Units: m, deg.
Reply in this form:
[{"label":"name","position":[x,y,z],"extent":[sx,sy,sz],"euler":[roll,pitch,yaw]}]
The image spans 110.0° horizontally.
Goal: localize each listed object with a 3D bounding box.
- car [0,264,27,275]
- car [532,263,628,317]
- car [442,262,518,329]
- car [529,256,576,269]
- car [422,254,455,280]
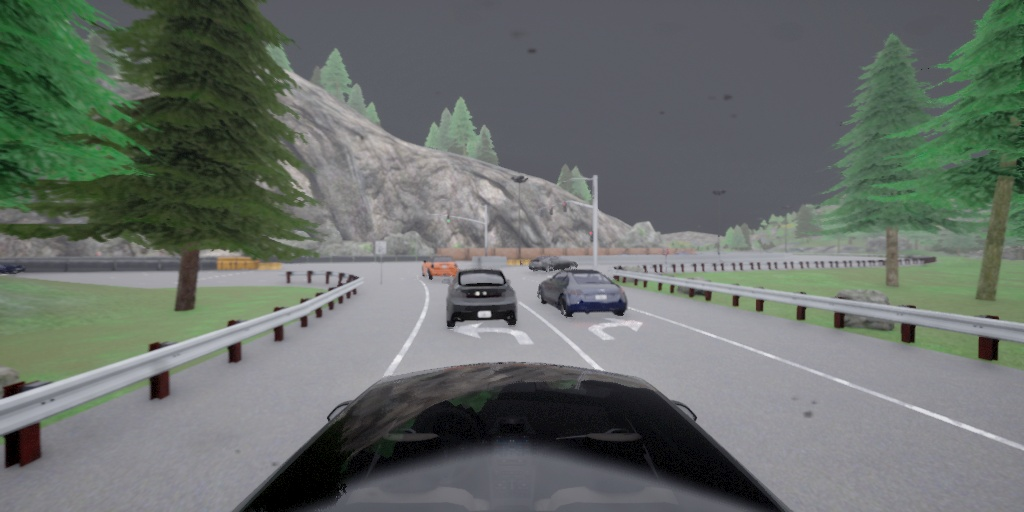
[{"label":"car","position":[-42.547,0.972,28.513],"extent":[4.718,1.301,1.895],"euler":[0,1,-18]},{"label":"car","position":[2.247,1.134,12.365],"extent":[1.994,1.385,4.181],"euler":[0,1,-10]},{"label":"car","position":[-1.020,1.107,10.853],"extent":[1.837,1.490,4.892],"euler":[0,1,-9]},{"label":"car","position":[3.798,0.733,32.307],"extent":[4.902,1.511,2.128],"euler":[-1,0,-36]},{"label":"car","position":[-5.380,0.719,26.435],"extent":[2.097,1.767,4.553],"euler":[-1,1,-21]}]
